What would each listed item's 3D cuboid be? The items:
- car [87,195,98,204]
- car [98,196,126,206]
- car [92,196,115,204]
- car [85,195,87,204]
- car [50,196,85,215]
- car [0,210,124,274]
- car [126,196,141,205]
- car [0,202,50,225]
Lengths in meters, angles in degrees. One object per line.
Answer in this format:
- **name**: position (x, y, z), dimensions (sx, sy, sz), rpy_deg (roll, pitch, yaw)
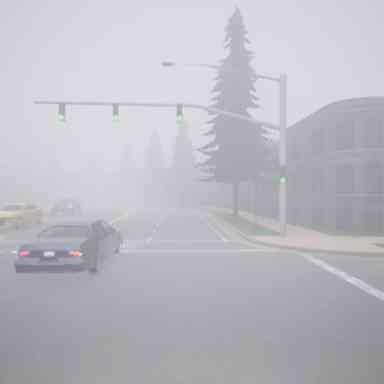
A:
- **car**: position (-19.944, 1.391, 62.244), dimensions (4.902, 1.511, 2.128), rpy_deg (0, 0, 41)
- **car**: position (-13.163, 1.522, 54.657), dimensions (1.895, 1.301, 4.718), rpy_deg (0, 0, -37)
- **car**: position (-17.248, 1.519, 64.526), dimensions (4.718, 1.301, 1.895), rpy_deg (0, 0, 41)
- **car**: position (-16.275, 1.429, 46.025), dimensions (1.837, 1.490, 4.892), rpy_deg (0, 0, -28)
- **car**: position (-11.858, 1.298, 31.447), dimensions (2.097, 1.767, 4.553), rpy_deg (0, 0, -8)
- **car**: position (-3.493, 1.531, 10.480), dimensions (2.033, 1.411, 5.357), rpy_deg (0, 0, -2)
- **car**: position (-10.539, 1.429, 56.999), dimensions (1.837, 1.490, 4.892), rpy_deg (0, 0, -37)
- **car**: position (-11.136, 1.435, 21.210), dimensions (1.882, 1.535, 5.008), rpy_deg (0, 0, -3)
